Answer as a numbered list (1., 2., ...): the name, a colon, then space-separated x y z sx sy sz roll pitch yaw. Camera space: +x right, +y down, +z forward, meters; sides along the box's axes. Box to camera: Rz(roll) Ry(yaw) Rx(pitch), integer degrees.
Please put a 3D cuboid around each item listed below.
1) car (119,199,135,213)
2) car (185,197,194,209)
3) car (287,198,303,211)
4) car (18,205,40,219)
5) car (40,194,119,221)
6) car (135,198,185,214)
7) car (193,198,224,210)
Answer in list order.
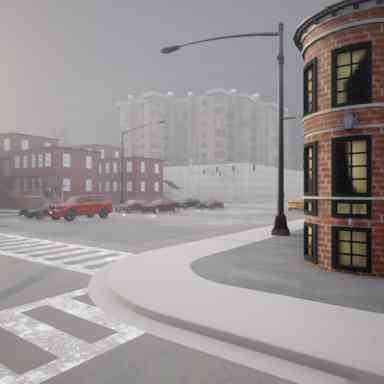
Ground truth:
1. car: -6.483 1.525 37.227 1.812 1.442 4.674 0 0 35
2. car: -0.706 1.491 45.289 2.128 1.511 4.902 0 0 36
3. car: 13.160 1.477 40.312 1.882 1.535 5.008 0 0 36
4. car: -12.212 1.547 29.235 2.033 1.411 5.357 0 0 36
5. car: -9.131 1.221 27.523 2.150 2.045 5.566 0 0 36
6. car: -3.337 1.477 35.624 1.882 1.535 5.008 0 0 36
7. car: 2.514 1.563 43.776 1.994 1.385 4.181 0 0 35
